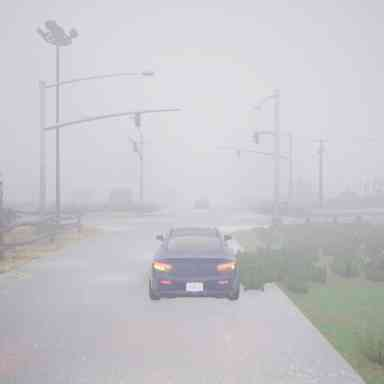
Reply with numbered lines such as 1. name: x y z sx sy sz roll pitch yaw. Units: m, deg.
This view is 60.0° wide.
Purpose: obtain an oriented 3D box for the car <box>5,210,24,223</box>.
1. car: -14.716 1.601 23.814 4.718 1.301 1.895 0 0 0

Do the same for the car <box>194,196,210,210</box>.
1. car: 1.272 1.512 42.890 2.033 1.411 5.357 0 0 3

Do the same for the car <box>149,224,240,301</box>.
1. car: 0.049 1.526 8.230 1.812 1.442 4.674 0 0 0

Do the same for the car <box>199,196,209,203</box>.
1. car: 2.567 1.512 68.565 2.033 1.411 5.357 0 0 3

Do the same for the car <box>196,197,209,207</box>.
1. car: 1.776 1.512 53.532 2.033 1.411 5.357 0 0 3
